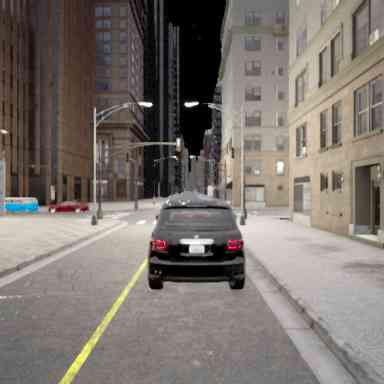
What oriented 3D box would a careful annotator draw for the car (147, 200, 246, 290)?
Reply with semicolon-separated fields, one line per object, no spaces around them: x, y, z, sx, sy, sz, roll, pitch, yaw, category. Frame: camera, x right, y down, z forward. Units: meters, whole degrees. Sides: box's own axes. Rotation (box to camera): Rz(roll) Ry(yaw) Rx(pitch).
0.117;1.217;9.223;2.150;2.045;5.566;0;0;1;car

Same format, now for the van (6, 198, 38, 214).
-19.534;1.562;37.599;3.998;1.788;1.690;-1;0;0;van

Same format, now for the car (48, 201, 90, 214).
-13.908;1.698;37.569;4.507;1.381;1.887;-1;0;0;car

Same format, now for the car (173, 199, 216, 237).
0.130;1.344;18.672;2.097;1.767;4.553;0;0;0;car
